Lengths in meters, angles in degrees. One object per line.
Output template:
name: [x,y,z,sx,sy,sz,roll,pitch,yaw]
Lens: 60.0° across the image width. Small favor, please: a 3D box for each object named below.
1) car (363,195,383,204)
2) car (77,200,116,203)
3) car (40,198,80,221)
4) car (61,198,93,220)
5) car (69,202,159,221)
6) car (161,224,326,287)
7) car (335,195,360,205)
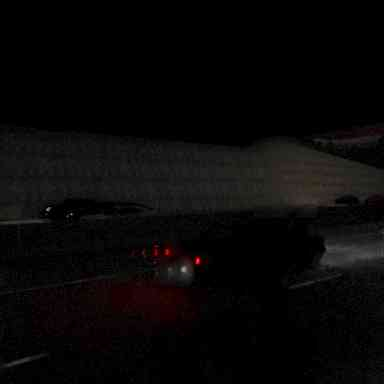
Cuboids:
car: [27.323,1.157,49.194,4.674,1.442,1.812,-1,0,-35]
car: [-4.773,1.442,22.083,4.892,1.490,1.837,-1,0,-35]
car: [-9.852,1.298,27.058,4.553,1.767,2.097,-1,0,-35]
car: [-6.828,1.442,24.917,4.892,1.490,1.837,-1,0,-35]
car: [-3.985,1.473,18.348,4.674,1.442,1.812,-1,0,-35]
car: [1.626,1.553,9.209,4.718,1.301,1.895,-1,0,-35]
car: [23.824,1.170,50.996,4.674,1.442,1.812,-1,0,-35]
